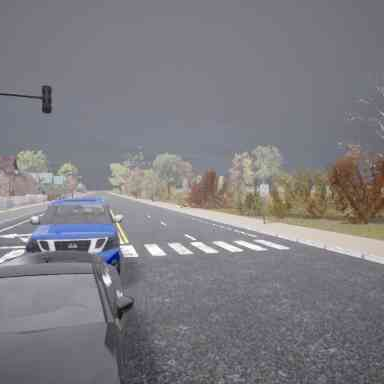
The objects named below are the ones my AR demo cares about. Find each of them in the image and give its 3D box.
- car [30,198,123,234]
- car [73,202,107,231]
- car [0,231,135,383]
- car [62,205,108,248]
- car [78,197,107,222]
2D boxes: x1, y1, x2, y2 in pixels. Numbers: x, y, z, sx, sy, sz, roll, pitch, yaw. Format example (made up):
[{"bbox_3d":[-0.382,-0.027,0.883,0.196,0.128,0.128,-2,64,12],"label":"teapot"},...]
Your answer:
[{"bbox_3d":[-3.362,1.218,9.968,2.150,2.045,5.566,0,0,-15],"label":"car"},{"bbox_3d":[-6.617,1.467,21.778,1.882,1.535,5.008,0,0,-16],"label":"car"},{"bbox_3d":[-1.708,1.524,3.883,1.812,1.442,4.674,0,0,-13],"label":"car"},{"bbox_3d":[-5.035,1.498,16.036,1.837,1.490,4.892,0,0,-15],"label":"car"},{"bbox_3d":[-8.192,1.337,27.507,2.097,1.767,4.553,0,0,-15],"label":"car"}]
